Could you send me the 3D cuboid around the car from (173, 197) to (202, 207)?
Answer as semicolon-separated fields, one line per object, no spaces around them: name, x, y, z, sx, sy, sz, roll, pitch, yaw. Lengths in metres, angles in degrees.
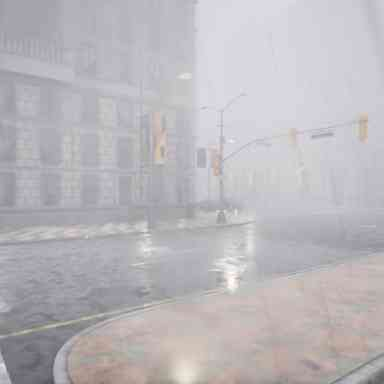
car;-0.798;1.547;52.624;2.033;1.411;5.357;0;0;-35

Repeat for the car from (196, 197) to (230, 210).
car;2.326;1.564;42.245;1.994;1.385;4.181;0;0;-36

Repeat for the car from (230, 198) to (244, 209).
car;4.887;1.505;44.678;1.837;1.490;4.892;0;0;-36
